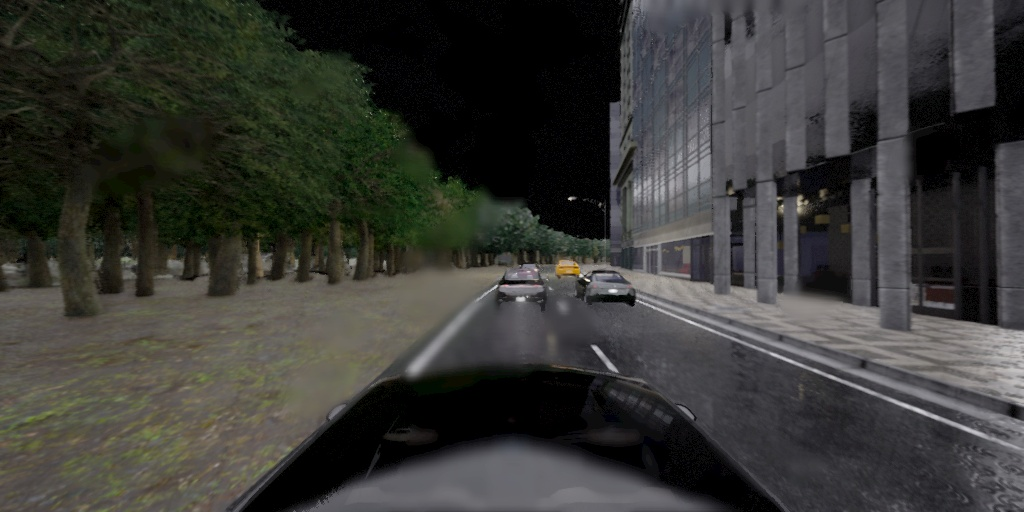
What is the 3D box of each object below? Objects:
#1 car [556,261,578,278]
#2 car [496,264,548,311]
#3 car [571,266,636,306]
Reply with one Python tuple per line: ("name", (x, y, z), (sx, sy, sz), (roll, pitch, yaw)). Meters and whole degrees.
("car", (5.234, 1.207, 33.642), (1.882, 1.535, 5.008), (0, 0, 5))
("car", (0.408, 1.235, 14.415), (2.128, 1.511, 4.902), (0, 0, 2))
("car", (3.972, 1.307, 15.794), (1.994, 1.385, 4.181), (0, 0, 2))
